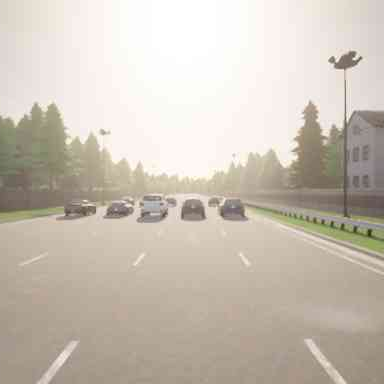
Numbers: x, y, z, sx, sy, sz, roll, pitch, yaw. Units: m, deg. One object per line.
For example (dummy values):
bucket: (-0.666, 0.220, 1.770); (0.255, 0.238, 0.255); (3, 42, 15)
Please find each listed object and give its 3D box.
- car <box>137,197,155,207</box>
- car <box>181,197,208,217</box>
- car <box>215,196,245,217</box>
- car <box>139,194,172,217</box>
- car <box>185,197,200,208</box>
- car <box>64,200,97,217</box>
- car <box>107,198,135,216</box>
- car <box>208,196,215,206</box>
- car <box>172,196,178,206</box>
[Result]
car: (-6.931, 1.521, 50.930); (2.033, 1.411, 5.357); (0, 0, 0)
car: (0.094, 1.336, 31.218); (2.097, 1.767, 4.553); (0, 0, 0)
car: (3.595, 1.336, 31.203); (2.097, 1.767, 4.553); (0, 0, 0)
car: (-3.407, 1.205, 31.030); (2.150, 2.045, 5.566); (0, 0, 0)
car: (0.064, 1.522, 49.743); (2.033, 1.411, 5.357); (0, 0, 0)
car: (-10.406, 1.475, 31.426); (2.128, 1.511, 4.902); (0, 0, 0)
car: (-6.908, 1.547, 32.396); (1.994, 1.385, 4.181); (0, 0, 0)
car: (3.578, 1.474, 54.509); (1.837, 1.490, 4.892); (0, -1, 0)
car: (-3.423, 1.475, 54.306); (1.837, 1.490, 4.892); (0, -1, 0)
